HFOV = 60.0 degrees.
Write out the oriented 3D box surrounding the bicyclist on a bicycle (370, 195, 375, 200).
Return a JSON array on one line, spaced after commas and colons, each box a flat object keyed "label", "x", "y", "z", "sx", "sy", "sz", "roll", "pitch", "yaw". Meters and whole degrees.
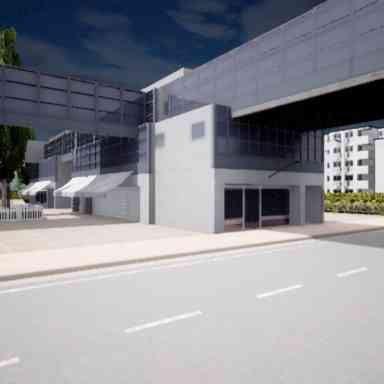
[{"label": "bicyclist on a bicycle", "x": 27.247, "y": 1.274, "z": 50.056, "sx": 1.656, "sy": 1.620, "sz": 0.582, "roll": 0, "pitch": 0, "yaw": -36}]
